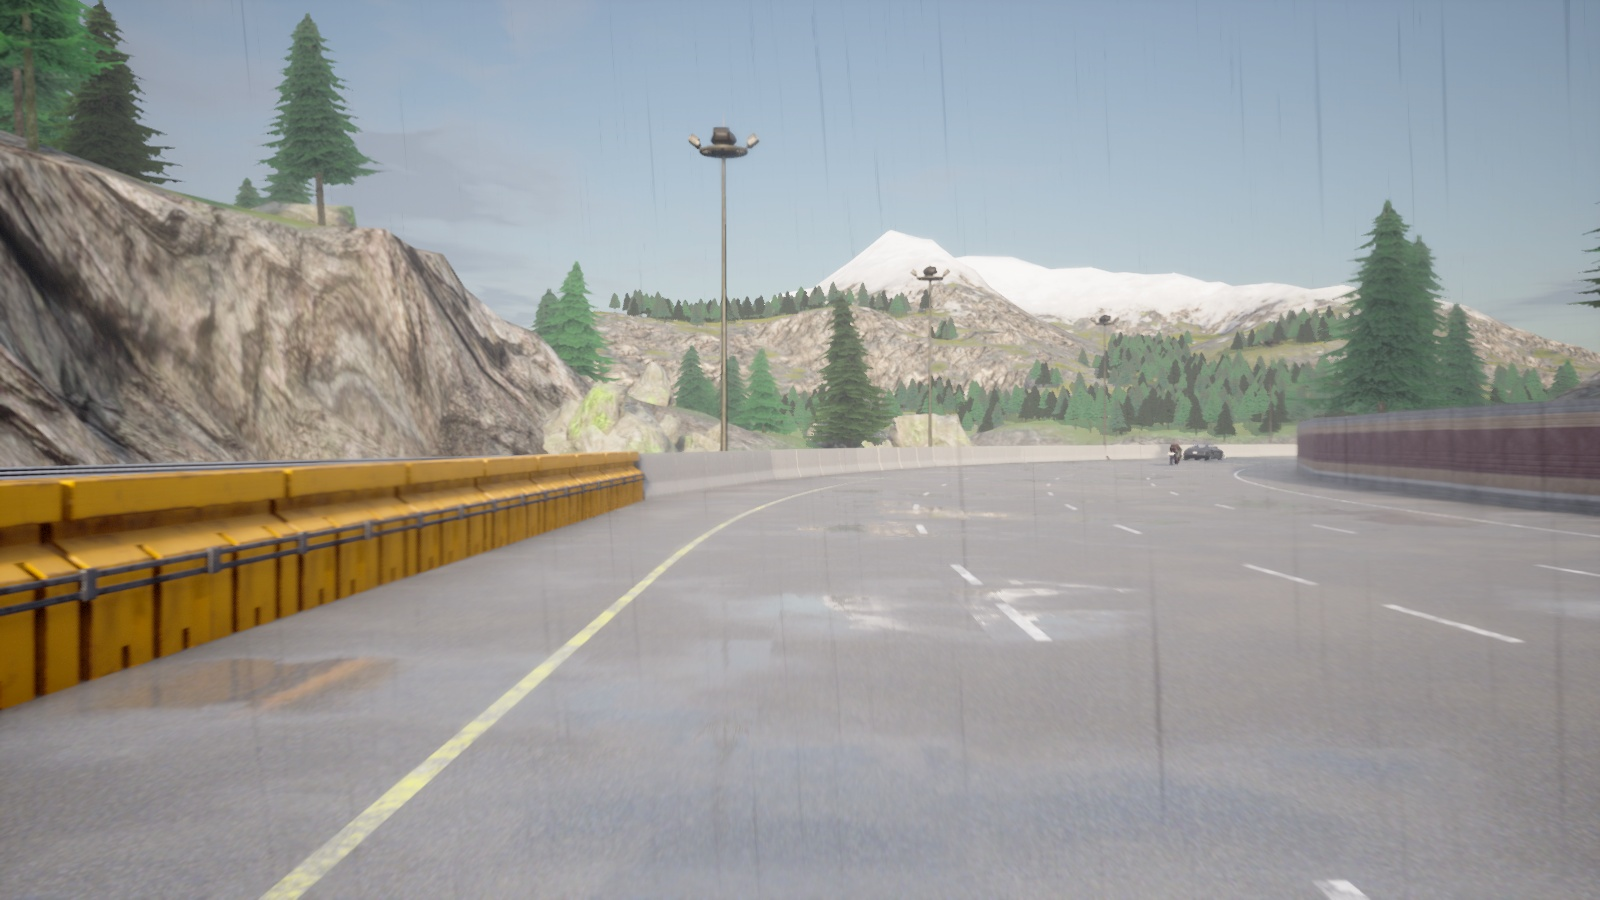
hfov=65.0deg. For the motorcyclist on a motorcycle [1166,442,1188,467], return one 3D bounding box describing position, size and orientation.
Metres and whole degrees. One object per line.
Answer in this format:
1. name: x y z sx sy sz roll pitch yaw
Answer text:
1. motorcyclist on a motorcycle: 23.433 0.288 78.087 0.866 1.530 2.191 1 1 28
